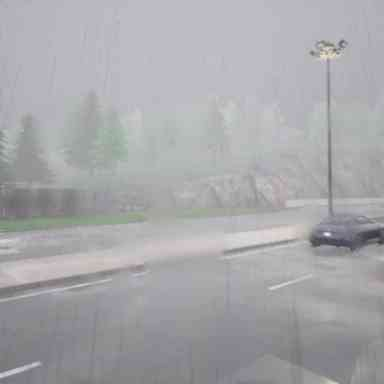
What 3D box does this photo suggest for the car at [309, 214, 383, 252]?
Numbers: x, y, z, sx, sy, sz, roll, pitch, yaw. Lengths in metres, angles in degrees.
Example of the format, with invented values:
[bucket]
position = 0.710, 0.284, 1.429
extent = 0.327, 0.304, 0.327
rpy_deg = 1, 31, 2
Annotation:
[car]
position = 6.935, 1.660, 14.628
extent = 4.181, 1.385, 1.994
rpy_deg = 0, -1, -41
